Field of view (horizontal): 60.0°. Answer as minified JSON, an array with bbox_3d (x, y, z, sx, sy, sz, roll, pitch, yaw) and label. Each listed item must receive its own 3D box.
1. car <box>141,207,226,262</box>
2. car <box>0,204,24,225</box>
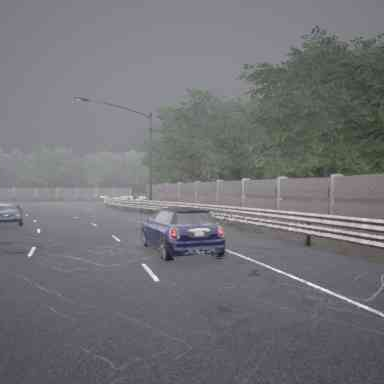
[{"bbox_3d":[-0.509,1.352,12.492,2.097,1.767,4.553,0,0,-20],"label":"car"},{"bbox_3d":[-12.923,1.547,23.329,2.033,1.411,5.357,0,0,-28],"label":"car"}]
